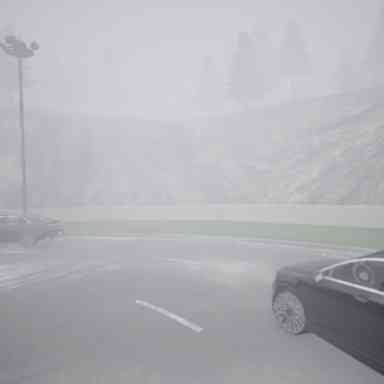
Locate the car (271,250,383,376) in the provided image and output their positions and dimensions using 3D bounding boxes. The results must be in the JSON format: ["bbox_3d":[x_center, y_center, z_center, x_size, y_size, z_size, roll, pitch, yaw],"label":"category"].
[{"bbox_3d":[2.762,1.406,3.968,2.128,1.511,4.902,-1,0,-17],"label":"car"}]

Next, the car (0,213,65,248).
[{"bbox_3d":[-8.476,1.758,15.486,4.902,1.511,2.128,-2,0,5],"label":"car"}]
